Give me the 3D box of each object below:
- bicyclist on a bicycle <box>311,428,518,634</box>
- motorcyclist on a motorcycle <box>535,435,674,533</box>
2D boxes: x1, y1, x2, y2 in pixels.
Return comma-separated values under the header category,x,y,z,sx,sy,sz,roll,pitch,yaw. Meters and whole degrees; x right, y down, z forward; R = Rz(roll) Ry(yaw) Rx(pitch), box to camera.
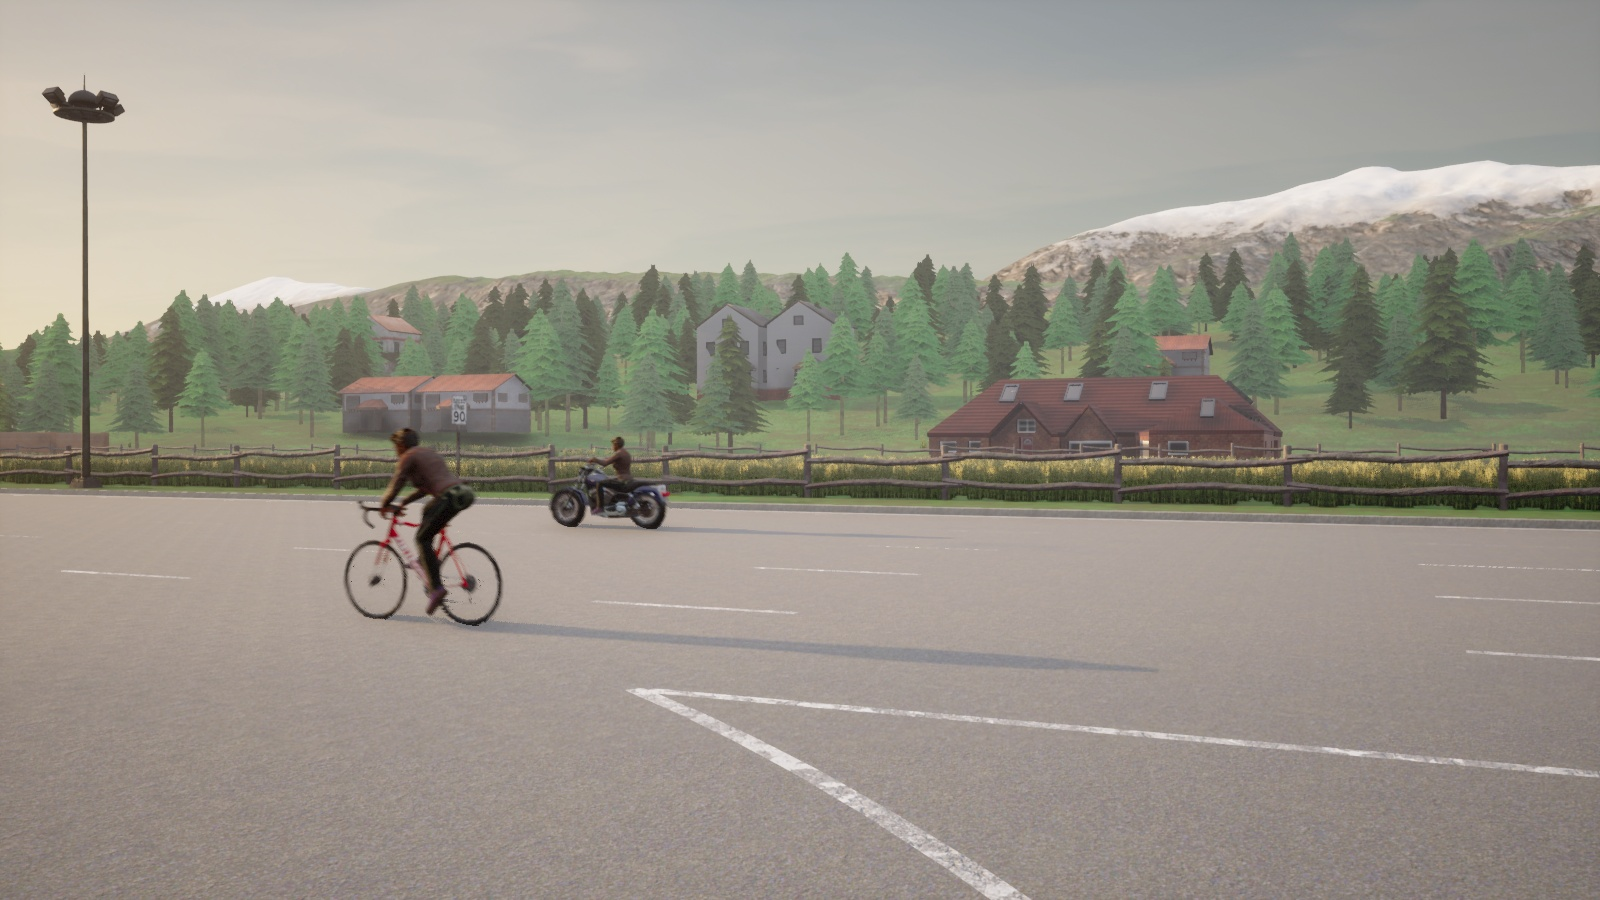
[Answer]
category,x,y,z,sx,sy,sz,roll,pitch,yaw
bicyclist on a bicycle,-3.221,0.638,10.470,1.656,1.620,0.582,0,0,23
motorcyclist on a motorcycle,-3.435,0.570,21.993,2.350,1.649,0.766,0,0,23
